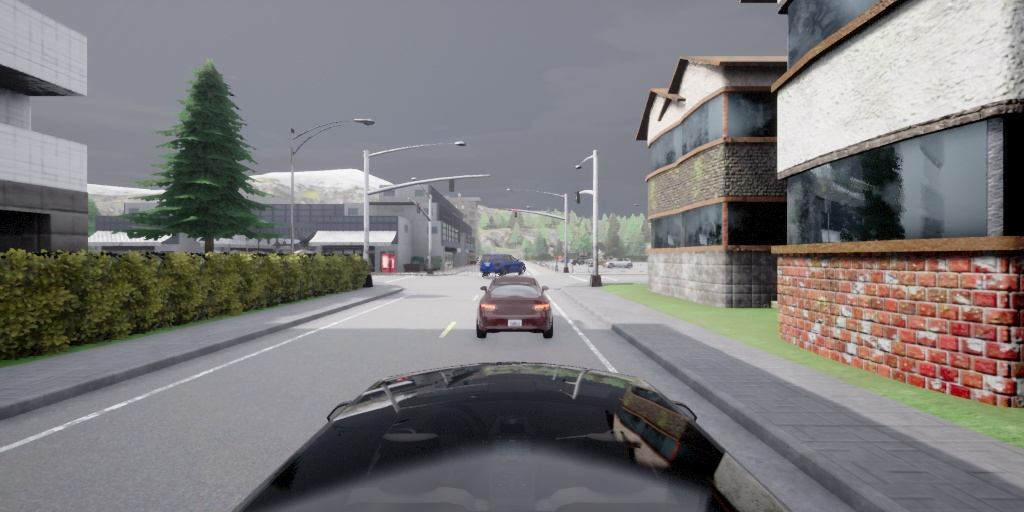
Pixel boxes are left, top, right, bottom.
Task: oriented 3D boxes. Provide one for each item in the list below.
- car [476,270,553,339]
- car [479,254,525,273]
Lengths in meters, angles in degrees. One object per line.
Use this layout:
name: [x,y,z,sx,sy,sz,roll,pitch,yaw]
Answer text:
car: [0.071,1.276,10.003,1.812,1.442,4.674,0,0,0]
car: [-0.819,0.879,33.218,2.150,2.045,5.566,0,0,30]
